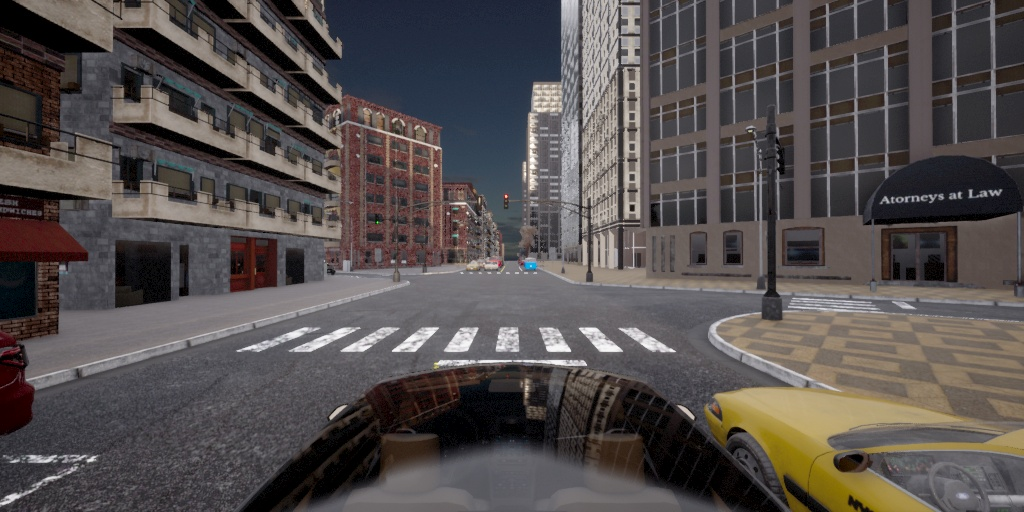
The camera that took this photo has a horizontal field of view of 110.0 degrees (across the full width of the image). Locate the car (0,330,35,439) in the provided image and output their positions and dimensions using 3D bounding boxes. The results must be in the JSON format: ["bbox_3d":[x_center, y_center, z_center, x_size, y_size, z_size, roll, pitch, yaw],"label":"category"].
[{"bbox_3d":[-5.314,1.065,1.107,2.192,1.841,5.009,0,0,0],"label":"car"}]

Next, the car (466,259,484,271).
[{"bbox_3d":[-5.335,1.321,49.937,1.751,1.417,4.829,0,0,0],"label":"car"}]

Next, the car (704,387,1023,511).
[{"bbox_3d":[2.566,1.275,1.287,1.751,1.417,4.829,0,0,0],"label":"car"}]

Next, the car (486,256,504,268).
[{"bbox_3d":[-2.855,1.044,61.124,2.150,2.045,5.566,0,0,0],"label":"car"}]

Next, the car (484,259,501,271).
[{"bbox_3d":[-2.869,1.397,50.221,1.895,1.301,4.718,0,0,-2],"label":"car"}]

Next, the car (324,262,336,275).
[{"bbox_3d":[-22.368,1.456,41.805,4.892,1.490,1.837,-1,-1,41],"label":"car"}]

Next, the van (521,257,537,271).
[{"bbox_3d":[2.545,1.136,50.110,1.690,1.789,3.998,0,0,0],"label":"van"}]
